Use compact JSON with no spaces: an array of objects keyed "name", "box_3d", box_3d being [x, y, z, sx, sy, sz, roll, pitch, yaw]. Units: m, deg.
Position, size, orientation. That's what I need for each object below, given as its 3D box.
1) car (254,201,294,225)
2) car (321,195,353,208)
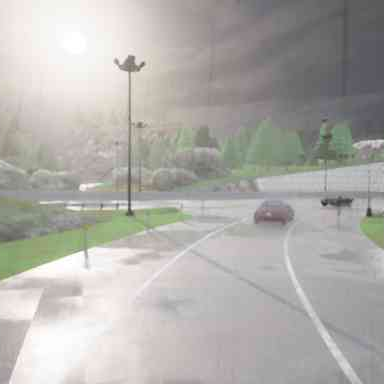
[{"name":"car","box_3d":[5.374,1.255,21.518,1.994,1.385,4.181,1,1,24]},{"name":"car","box_3d":[16.163,0.995,36.914,4.718,1.301,1.895,-1,2,-45]}]
